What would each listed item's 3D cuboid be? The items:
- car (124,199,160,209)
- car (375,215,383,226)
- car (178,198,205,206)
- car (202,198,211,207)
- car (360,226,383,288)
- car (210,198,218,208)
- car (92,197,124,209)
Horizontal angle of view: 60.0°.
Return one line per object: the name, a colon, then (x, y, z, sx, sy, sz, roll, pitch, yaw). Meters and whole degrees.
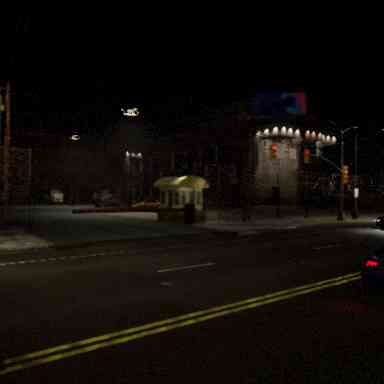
car: (-5.646, 1.617, 40.493, 4.193, 1.474, 1.816, 1, 0, -36)
car: (14.963, 1.832, 23.162, 5.357, 1.411, 2.033, 1, 0, -35)
car: (-0.063, 1.797, 61.557, 4.786, 1.482, 2.161, 1, 0, -36)
car: (2.840, 1.850, 57.411, 3.806, 1.475, 1.970, 1, 0, -36)
car: (6.306, 1.657, 8.240, 5.357, 1.411, 2.033, 1, 0, -35)
car: (5.745, 1.818, 53.408, 4.674, 1.452, 2.002, 1, 0, -36)
car: (-11.903, 1.784, 48.928, 4.718, 1.301, 1.895, 1, 0, -36)
